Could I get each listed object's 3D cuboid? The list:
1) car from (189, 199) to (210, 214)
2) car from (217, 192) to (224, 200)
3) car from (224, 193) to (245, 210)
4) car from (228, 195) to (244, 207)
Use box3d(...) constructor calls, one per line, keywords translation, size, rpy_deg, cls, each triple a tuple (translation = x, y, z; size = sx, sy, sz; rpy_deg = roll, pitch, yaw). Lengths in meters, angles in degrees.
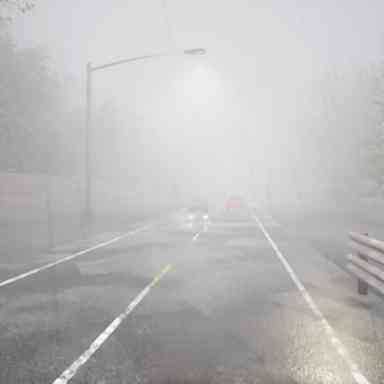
box3d(translation=(0.836, 1.408, 34.317), size=(1.812, 1.442, 4.674), rpy_deg=(0, 0, 8), cls="car")
box3d(translation=(6.843, 0.877, 76.915), size=(2.097, 1.767, 4.553), rpy_deg=(0, 0, 8), cls="car")
box3d(translation=(5.307, 1.245, 40.368), size=(2.097, 1.767, 4.553), rpy_deg=(0, 0, 8), cls="car")
box3d(translation=(6.618, 1.343, 49.935), size=(2.128, 1.511, 4.902), rpy_deg=(-1, 1, 8), cls="car")
